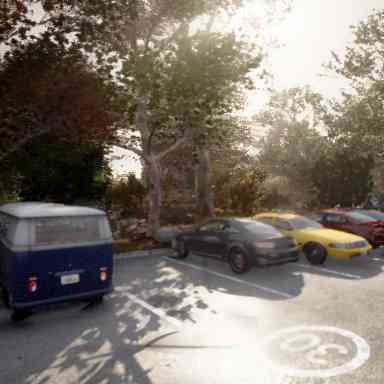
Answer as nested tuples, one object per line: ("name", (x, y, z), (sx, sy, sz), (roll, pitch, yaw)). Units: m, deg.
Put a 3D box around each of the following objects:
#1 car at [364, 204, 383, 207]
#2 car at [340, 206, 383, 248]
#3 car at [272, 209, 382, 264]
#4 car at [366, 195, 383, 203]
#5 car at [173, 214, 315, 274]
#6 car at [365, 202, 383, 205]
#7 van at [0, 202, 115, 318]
("car", (8.030, 1.507, 15.534), (2.163, 1.488, 4.792), (0, 0, -36))
("car", (5.753, 1.478, 13.931), (2.097, 1.535, 5.008), (0, 0, -36))
("car", (3.593, 1.475, 12.162), (1.946, 1.575, 5.366), (0, 0, -36))
("car", (12.556, 1.228, 18.779), (2.435, 2.045, 5.566), (0, 0, -36))
("car", (1.222, 1.518, 10.689), (2.002, 1.452, 4.674), (0, 0, -36))
("car", (10.260, 1.507, 17.204), (2.163, 1.488, 4.792), (0, 0, -36))
("van", (-3.379, 1.253, 7.543), (1.878, 1.987, 4.442), (0, 0, -36))
